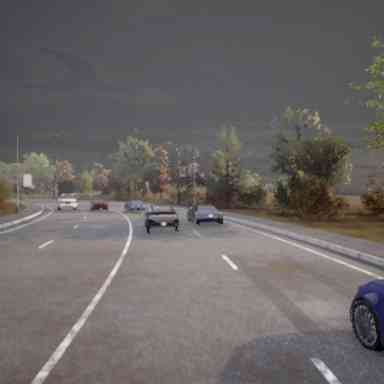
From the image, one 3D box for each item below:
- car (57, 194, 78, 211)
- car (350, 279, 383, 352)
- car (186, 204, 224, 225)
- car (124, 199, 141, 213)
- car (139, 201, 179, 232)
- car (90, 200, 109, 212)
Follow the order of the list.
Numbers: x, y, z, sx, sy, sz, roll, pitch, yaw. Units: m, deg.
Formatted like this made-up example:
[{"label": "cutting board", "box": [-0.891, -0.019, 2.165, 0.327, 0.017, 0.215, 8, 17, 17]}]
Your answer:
[{"label": "car", "box": [-15.519, 1.218, 41.526, 2.150, 2.045, 5.566, 0, 0, -22]}, {"label": "car", "box": [3.398, 1.512, 3.208, 1.812, 1.442, 4.674, 0, 0, -2]}, {"label": "car", "box": [0.845, 1.545, 24.064, 1.994, 1.385, 4.181, 0, 0, -12]}, {"label": "car", "box": [-6.516, 1.534, 37.792, 2.033, 1.411, 5.357, 0, 0, -19]}, {"label": "car", "box": [-1.924, 1.481, 20.063, 2.128, 1.511, 4.902, 0, 0, -10]}, {"label": "car", "box": [-11.031, 1.592, 39.490, 1.895, 1.301, 4.718, 0, 0, -20]}]
